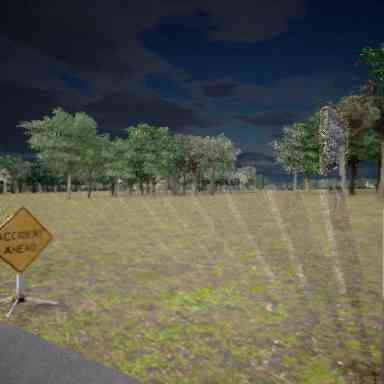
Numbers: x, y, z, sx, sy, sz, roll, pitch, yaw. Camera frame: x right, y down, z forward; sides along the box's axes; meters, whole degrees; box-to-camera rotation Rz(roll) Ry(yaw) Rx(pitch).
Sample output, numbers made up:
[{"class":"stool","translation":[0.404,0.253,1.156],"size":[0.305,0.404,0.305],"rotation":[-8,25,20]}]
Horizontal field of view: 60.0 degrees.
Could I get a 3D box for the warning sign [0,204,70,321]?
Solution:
[{"class":"warning sign","translation":[-3.209,1.181,6.237],"size":[1.060,1.860,1.300],"rotation":[1,-1,35]}]
